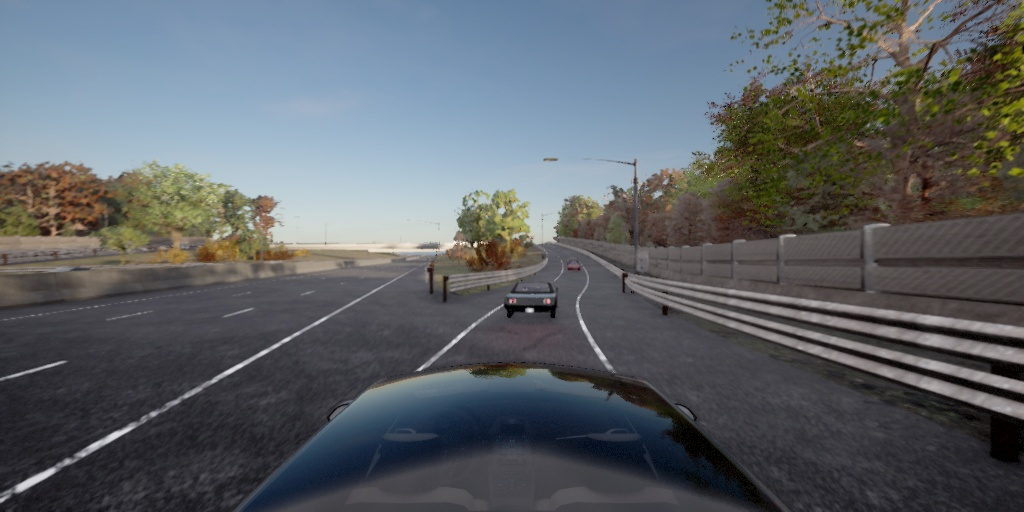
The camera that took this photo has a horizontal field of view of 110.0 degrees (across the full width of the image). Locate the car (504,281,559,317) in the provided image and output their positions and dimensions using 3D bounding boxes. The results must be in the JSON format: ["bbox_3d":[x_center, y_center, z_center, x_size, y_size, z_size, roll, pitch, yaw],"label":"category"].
[{"bbox_3d":[0.962,1.657,14.737,1.895,1.301,4.718,0,-1,9],"label":"car"}]

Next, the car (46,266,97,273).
[{"bbox_3d":[-36.797,1.605,29.752,1.812,1.442,4.674,-1,0,-12],"label":"car"}]

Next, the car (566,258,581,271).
[{"bbox_3d":[9.654,1.521,55.963,1.994,1.385,4.181,0,2,8],"label":"car"}]

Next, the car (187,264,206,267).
[{"bbox_3d":[-40.157,1.699,45.764,1.994,1.385,4.181,-1,0,-11],"label":"car"}]
